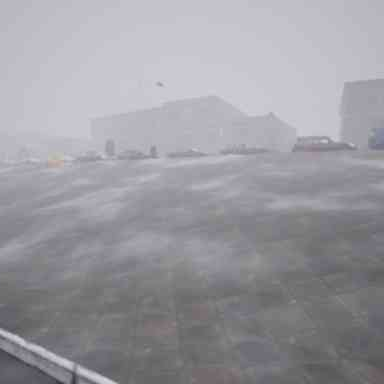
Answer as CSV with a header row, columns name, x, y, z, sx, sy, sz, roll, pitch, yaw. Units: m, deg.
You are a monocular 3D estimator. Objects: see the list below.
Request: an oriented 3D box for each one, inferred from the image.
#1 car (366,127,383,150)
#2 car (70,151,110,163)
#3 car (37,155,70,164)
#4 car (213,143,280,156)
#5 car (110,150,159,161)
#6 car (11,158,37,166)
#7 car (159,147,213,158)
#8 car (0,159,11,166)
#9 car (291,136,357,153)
name,x,y,z,sx,sy,sz,roll,pitch,yaw
car,14.810,-3.333,22.247,5.566,2.045,2.435,1,1,25
car,-10.065,-3.514,34.890,4.553,1.767,2.185,1,0,31
car,-14.820,-3.437,37.705,5.008,1.535,2.097,1,0,32
car,4.628,-3.241,27.026,4.892,1.521,2.231,1,0,27
car,-5.070,-3.309,32.090,4.792,1.488,2.163,1,0,29
car,-19.533,-3.445,40.633,4.674,1.452,2.002,1,0,33
car,-0.205,-3.251,29.483,4.674,1.452,2.002,1,0,28
car,-24.181,-3.528,43.661,4.892,1.521,2.231,0,0,34
car,9.709,-3.298,24.585,4.553,1.767,2.185,1,0,26
